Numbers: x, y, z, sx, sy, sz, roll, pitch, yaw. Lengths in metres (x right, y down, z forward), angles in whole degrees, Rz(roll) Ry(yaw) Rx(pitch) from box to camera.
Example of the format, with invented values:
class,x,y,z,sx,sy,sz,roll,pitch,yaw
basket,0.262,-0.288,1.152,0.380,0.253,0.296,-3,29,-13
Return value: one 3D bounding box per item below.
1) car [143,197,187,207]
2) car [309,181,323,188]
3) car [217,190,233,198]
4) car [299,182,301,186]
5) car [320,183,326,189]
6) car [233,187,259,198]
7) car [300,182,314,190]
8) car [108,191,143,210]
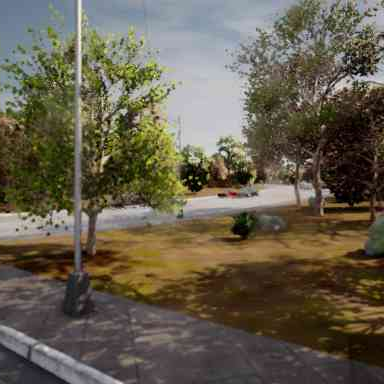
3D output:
class,x,y,z,sx,sy,sz,roll,pitch,yaw
car,-2.865,1.104,39.365,2.033,1.411,5.357,0,2,38
car,33.214,-2.017,89.038,2.128,1.511,4.902,0,3,3
car,6.188,0.258,56.319,1.895,1.301,4.718,0,3,38
car,29.735,-2.014,89.431,1.812,1.442,4.674,0,3,3
car,31.141,-1.344,79.228,1.895,1.301,4.718,0,3,13
car,9.179,0.020,54.454,2.097,1.767,4.553,0,3,38
car,27.601,-1.379,79.525,1.812,1.442,4.674,0,3,13
car,-7.626,0.895,38.992,2.150,2.045,5.566,0,2,38
